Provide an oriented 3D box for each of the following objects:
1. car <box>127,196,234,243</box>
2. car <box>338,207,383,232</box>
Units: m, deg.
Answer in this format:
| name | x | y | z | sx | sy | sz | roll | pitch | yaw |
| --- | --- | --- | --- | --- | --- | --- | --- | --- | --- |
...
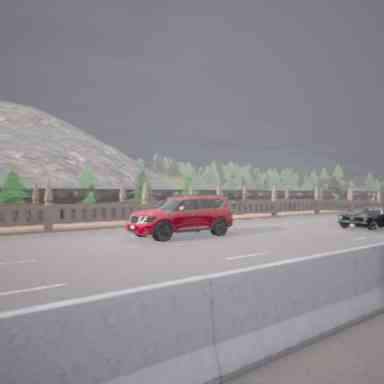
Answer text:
| name | x | y | z | sx | sy | sz | roll | pitch | yaw |
| --- | --- | --- | --- | --- | --- | --- | --- | --- | --- |
| car | -0.427 | 1.222 | 16.581 | 5.566 | 2.045 | 2.150 | 0 | 0 | -35 |
| car | 11.013 | 1.602 | 20.439 | 4.718 | 1.301 | 1.895 | 0 | 0 | -35 |
